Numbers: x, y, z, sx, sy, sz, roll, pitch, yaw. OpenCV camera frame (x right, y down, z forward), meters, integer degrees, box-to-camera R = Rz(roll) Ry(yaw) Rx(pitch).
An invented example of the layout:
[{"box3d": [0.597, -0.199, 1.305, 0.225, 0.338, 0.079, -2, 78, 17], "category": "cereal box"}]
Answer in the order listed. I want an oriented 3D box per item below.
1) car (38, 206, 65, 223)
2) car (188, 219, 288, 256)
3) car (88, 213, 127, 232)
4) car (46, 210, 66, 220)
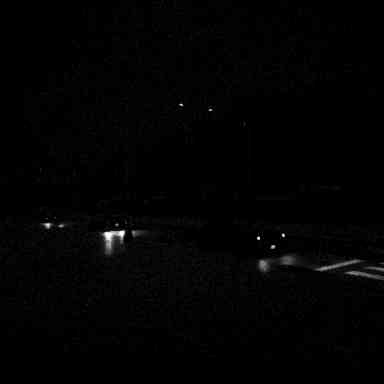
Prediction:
[{"box3d": [-18.623, 2.911, 43.531, 2.150, 2.045, 5.566, 0, -2, -36], "category": "car"}, {"box3d": [1.876, 1.903, 14.799, 1.895, 1.301, 4.718, 0, -2, -36], "category": "car"}, {"box3d": [-6.899, 2.402, 27.033, 1.994, 1.385, 4.181, 0, -2, -36], "category": "car"}, {"box3d": [-21.534, 3.597, 52.478, 1.994, 1.385, 4.181, 0, -2, -36], "category": "car"}]
